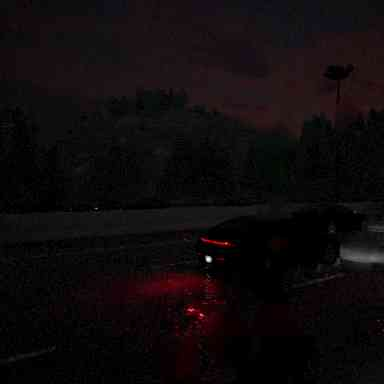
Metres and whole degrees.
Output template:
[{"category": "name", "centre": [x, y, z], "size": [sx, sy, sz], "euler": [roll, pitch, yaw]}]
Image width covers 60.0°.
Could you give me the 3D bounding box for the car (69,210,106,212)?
[{"category": "car", "centre": [-7.956, 1.266, 28.373], "size": [5.357, 1.411, 2.033], "euler": [0, 1, -35]}]

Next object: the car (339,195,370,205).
[{"category": "car", "centre": [25.279, 1.207, 51.764], "size": [4.902, 1.511, 2.128], "euler": [0, 1, -35]}]

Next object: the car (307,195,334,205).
[{"category": "car", "centre": [20.289, 1.245, 52.534], "size": [4.181, 1.385, 1.994], "euler": [0, 1, -35]}]

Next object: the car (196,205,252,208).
[{"category": "car", "centre": [2.638, 1.335, 27.278], "size": [5.357, 1.411, 2.033], "euler": [0, 1, -35]}]

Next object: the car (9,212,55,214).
[{"category": "car", "centre": [-13.649, 1.284, 28.636], "size": [4.718, 1.301, 1.895], "euler": [0, 1, -35]}]

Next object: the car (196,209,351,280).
[{"category": "car", "centre": [2.395, 1.435, 9.783], "size": [4.892, 1.490, 1.837], "euler": [0, 0, -35]}]

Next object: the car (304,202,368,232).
[{"category": "car", "centre": [7.317, 1.372, 17.514], "size": [5.008, 1.535, 1.882], "euler": [0, 1, -35]}]

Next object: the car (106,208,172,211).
[{"category": "car", "centre": [-3.971, 1.231, 26.891], "size": [5.008, 1.535, 1.882], "euler": [0, 1, -35]}]
